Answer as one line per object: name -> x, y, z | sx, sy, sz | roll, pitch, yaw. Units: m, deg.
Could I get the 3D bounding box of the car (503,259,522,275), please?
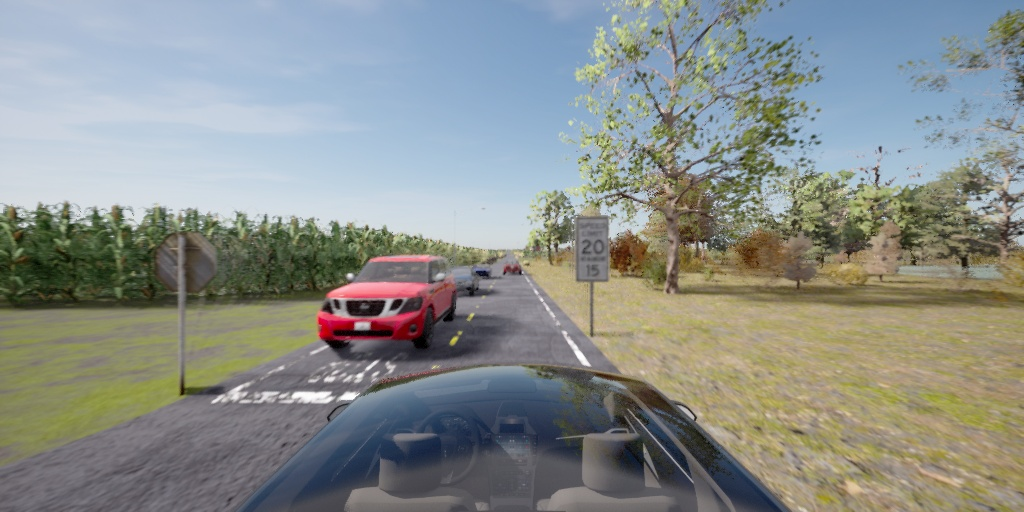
car -> 0.046, 1.165, 40.203 | 2.097, 1.767, 4.553 | 0, 0, 0

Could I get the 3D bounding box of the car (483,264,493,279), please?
car -> -2.841, 1.405, 33.018 | 1.895, 1.301, 4.718 | 0, 0, 0

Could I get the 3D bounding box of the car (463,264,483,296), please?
car -> -2.849, 1.312, 19.940 | 1.812, 1.442, 4.674 | 0, 0, 0

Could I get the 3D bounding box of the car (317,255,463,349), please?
car -> -2.847, 0.989, 9.594 | 2.150, 2.045, 5.566 | 0, 0, 0
